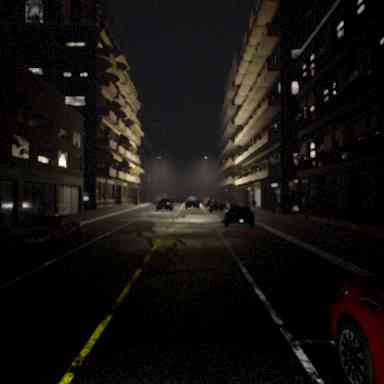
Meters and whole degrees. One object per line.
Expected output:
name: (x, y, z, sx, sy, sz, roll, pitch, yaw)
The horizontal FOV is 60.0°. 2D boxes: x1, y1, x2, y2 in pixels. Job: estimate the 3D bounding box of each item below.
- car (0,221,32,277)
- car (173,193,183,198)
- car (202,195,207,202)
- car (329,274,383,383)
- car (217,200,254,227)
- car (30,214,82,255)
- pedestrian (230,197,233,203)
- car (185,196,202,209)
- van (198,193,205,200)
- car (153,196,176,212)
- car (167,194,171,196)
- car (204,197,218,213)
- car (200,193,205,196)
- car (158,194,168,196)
car: (-5.682, 1.575, 7.677, 1.802, 1.307, 4.206, 1, 0, 0)
car: (-3.027, 1.042, 79.124, 1.837, 1.490, 4.892, 0, 0, 0)
car: (2.685, 1.481, 46.808, 1.752, 1.417, 4.829, 1, 0, 0)
car: (2.703, 1.313, 2.069, 2.192, 1.841, 5.009, 1, 0, 0)
car: (2.992, 1.484, 22.549, 1.837, 1.490, 4.892, 0, 0, 0)
car: (-5.685, 1.569, 13.249, 1.802, 1.307, 4.206, 1, 0, 0)
pedestrian: (2.991, 1.270, 25.507, 0.375, 1.860, 0.375, 1, -1, -5)
car: (0.054, 1.559, 44.790, 1.895, 1.301, 4.718, 0, 0, 0)
van: (2.676, 1.258, 91.208, 1.690, 1.788, 3.998, 1, 0, 0)
car: (-3.111, 1.489, 38.707, 1.812, 1.442, 4.674, 0, 0, 0)
car: (-5.697, 1.256, 63.388, 2.192, 1.841, 5.009, 1, 0, 0)
car: (2.689, 1.517, 35.496, 2.008, 1.369, 4.403, 1, 0, 0)
car: (2.677, 1.518, 68.923, 1.802, 1.307, 4.206, 1, 0, 0)
car: (-5.699, 1.512, 57.818, 1.947, 1.339, 4.313, 1, 0, 0)
